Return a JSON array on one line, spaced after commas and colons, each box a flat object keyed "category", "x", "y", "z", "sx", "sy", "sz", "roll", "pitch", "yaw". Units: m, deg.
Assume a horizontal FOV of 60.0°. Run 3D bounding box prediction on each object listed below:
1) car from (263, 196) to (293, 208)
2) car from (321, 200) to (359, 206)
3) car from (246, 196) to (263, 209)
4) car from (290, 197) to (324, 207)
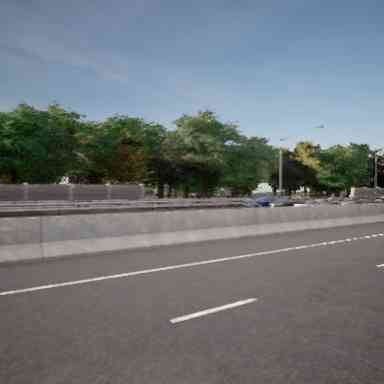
[{"category": "car", "x": 10.695, "y": 1.307, "z": 37.313, "sx": 4.902, "sy": 1.511, "sz": 2.128, "roll": 0, "pitch": 0, "yaw": -36}, {"category": "car", "x": 14.738, "y": 1.645, "z": 31.598, "sx": 4.718, "sy": 1.301, "sz": 1.895, "roll": 0, "pitch": 0, "yaw": -36}, {"category": "car", "x": 8.673, "y": 1.258, "z": 40.145, "sx": 5.008, "sy": 1.535, "sz": 1.882, "roll": 0, "pitch": 0, "yaw": -35}, {"category": "car", "x": 12.704, "y": 1.490, "z": 34.447, "sx": 4.718, "sy": 1.301, "sz": 1.895, "roll": 0, "pitch": 0, "yaw": -36}]
